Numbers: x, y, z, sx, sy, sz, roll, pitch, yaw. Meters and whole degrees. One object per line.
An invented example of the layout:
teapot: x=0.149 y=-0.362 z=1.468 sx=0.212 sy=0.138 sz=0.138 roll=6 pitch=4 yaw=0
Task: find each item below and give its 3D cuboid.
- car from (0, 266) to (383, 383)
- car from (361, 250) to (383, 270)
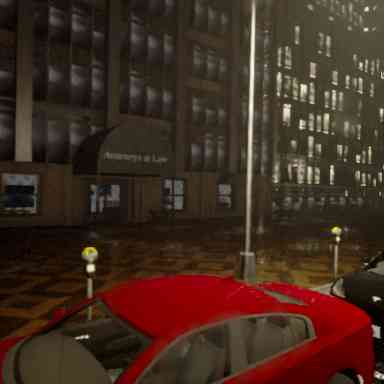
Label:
car: x=-0.271 y=1.488 z=2.776 sx=4.507 sy=1.381 sz=1.887 roll=1 pitch=1 yaw=-34
car: x=4.280 y=1.575 z=5.904 sx=4.313 sy=1.339 sz=1.947 roll=1 pitch=1 yaw=-34
